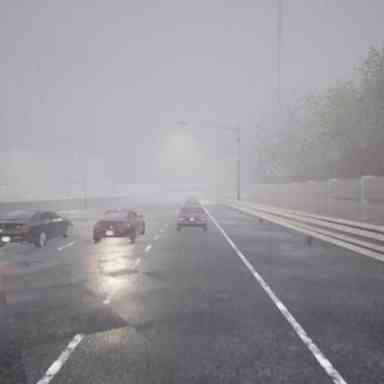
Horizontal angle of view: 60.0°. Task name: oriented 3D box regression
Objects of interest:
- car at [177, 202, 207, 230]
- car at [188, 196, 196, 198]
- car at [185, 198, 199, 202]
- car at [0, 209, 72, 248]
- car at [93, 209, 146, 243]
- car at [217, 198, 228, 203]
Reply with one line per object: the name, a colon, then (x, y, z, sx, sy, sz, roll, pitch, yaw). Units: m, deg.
car: (-0.002, 1.564, 21.012, 2.033, 1.411, 5.357, 0, 0, 0)
car: (0.003, 1.431, 51.941, 2.097, 1.767, 4.553, 0, 0, 0)
car: (-0.008, 1.587, 33.361, 2.033, 1.411, 5.357, 0, 0, 0)
car: (-6.903, 1.514, 14.776, 1.837, 1.490, 4.892, 0, 0, 0)
car: (-3.405, 1.536, 16.088, 1.812, 1.442, 4.674, 0, 0, 0)
car: (8.559, 2.166, 92.808, 1.882, 1.535, 5.008, 0, -1, 25)
